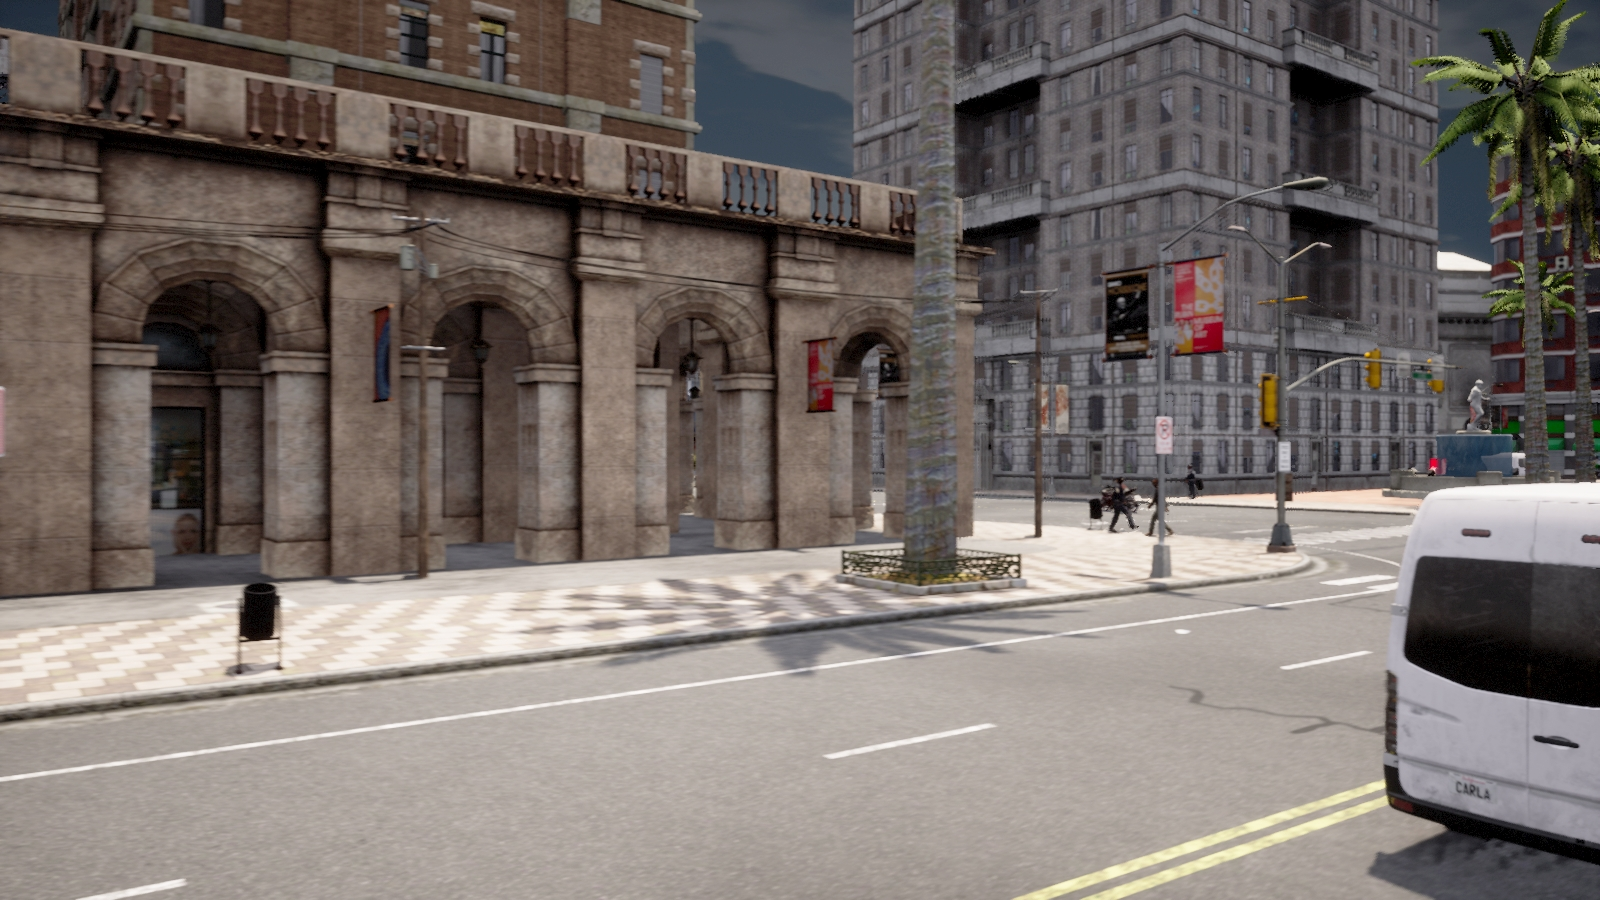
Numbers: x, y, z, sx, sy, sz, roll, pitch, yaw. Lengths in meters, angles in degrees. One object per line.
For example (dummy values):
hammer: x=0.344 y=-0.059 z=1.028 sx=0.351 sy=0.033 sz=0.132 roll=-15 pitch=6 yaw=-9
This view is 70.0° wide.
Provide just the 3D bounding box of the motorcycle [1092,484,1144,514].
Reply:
motorcycle: x=14.311 y=2.205 z=51.430 sx=0.867 sy=1.251 sz=2.209 roll=0 pitch=0 yaw=-35

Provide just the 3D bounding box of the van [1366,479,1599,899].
van: x=6.840 y=1.534 z=8.675 sx=5.915 sy=2.561 sz=1.988 roll=0 pitch=0 yaw=-35

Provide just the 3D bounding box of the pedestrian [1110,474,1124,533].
pedestrian: x=10.079 y=1.696 z=36.367 sx=0.375 sy=1.860 sz=0.375 roll=0 pitch=0 yaw=25

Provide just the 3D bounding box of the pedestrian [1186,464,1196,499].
pedestrian: x=21.079 y=1.697 z=61.550 sx=0.375 sy=1.860 sz=0.375 roll=0 pitch=0 yaw=-41

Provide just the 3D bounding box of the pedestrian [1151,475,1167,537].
pedestrian: x=10.904 y=1.698 z=34.701 sx=0.375 sy=1.860 sz=0.375 roll=0 pitch=0 yaw=3
